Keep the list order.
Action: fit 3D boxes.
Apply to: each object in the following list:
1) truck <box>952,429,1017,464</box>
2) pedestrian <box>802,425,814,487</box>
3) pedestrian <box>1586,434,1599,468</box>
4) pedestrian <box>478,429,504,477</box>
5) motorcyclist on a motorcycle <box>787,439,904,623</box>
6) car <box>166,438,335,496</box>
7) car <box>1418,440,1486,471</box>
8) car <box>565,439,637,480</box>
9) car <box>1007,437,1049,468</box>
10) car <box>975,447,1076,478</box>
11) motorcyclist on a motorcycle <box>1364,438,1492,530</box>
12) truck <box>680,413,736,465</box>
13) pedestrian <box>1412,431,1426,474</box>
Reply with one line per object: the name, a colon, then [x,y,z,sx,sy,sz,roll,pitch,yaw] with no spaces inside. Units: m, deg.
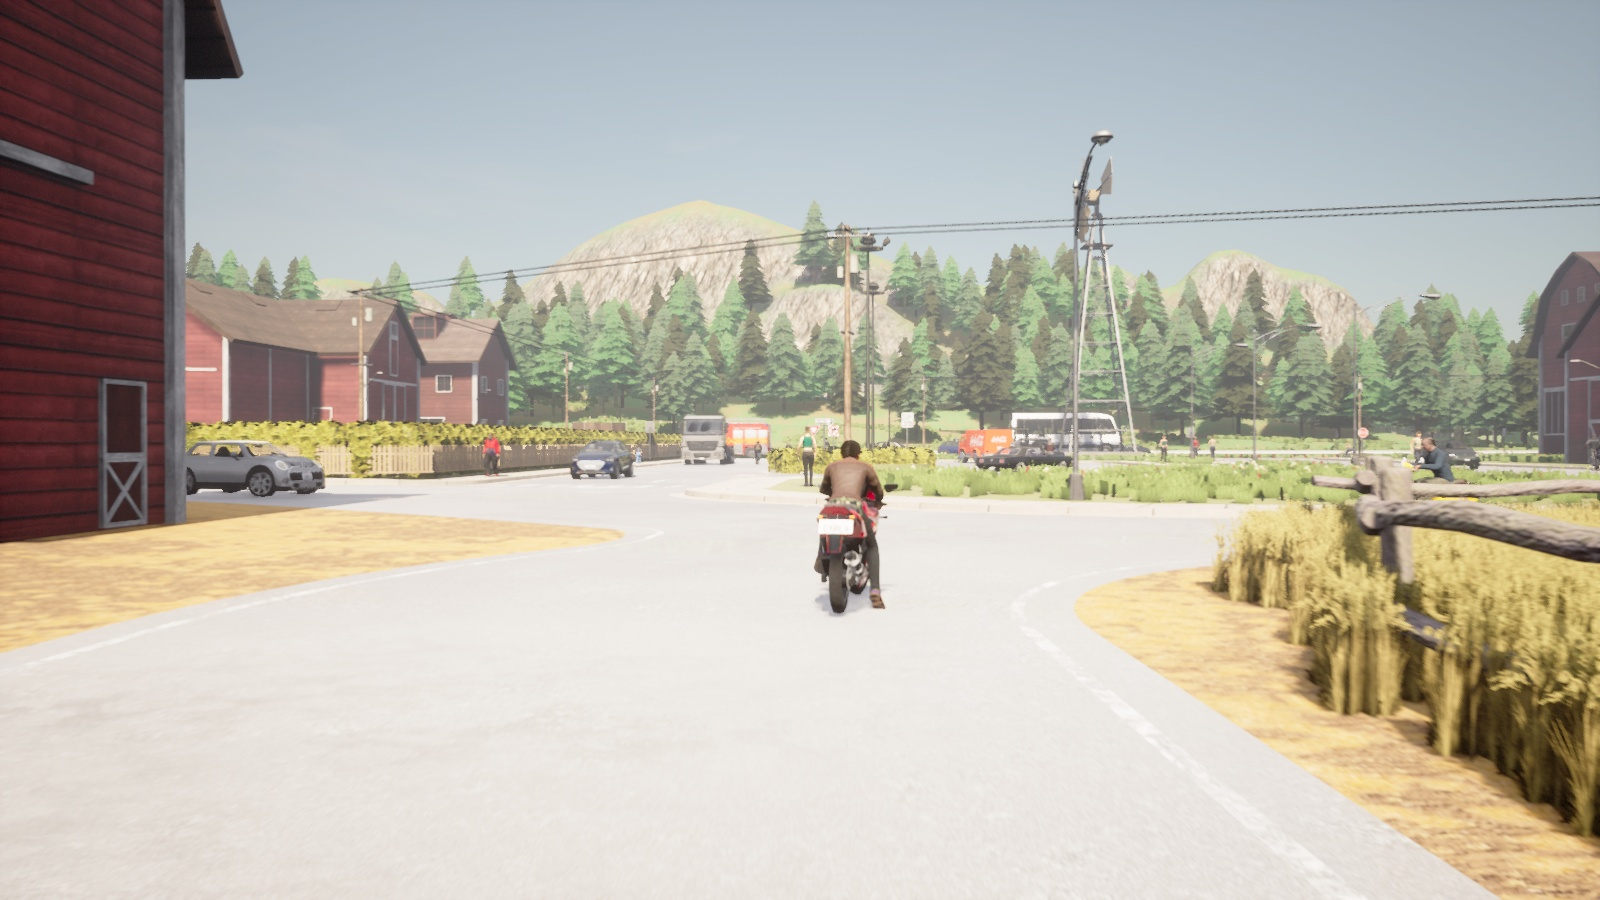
truck: [13.381,-0.245,91.432,2.627,2.467,5.204,0,0,-17]
pedestrian: [0.239,0.171,37.669,0.345,1.836,0.594,0,0,-3]
pedestrian: [43.575,0.049,68.876,0.563,1.883,0.849,0,0,15]
pedestrian: [-12.163,0.114,49.432,0.634,1.844,0.899,0,0,16]
motorcyclist on a motorcycle: [0.458,0.664,11.470,0.797,1.523,2.044,0,0,10]
car: [-14.766,0.415,33.799,3.806,1.475,1.970,0,1,18]
car: [35.968,0.283,69.355,1.851,1.617,3.988,0,0,3]
car: [-8.366,0.370,53.176,2.033,1.649,4.856,0,0,3]
car: [13.872,0.143,76.586,1.932,1.855,4.605,0,0,3]
car: [10.234,0.535,56.770,4.718,1.301,1.895,0,0,-39]
motorcyclist on a motorcycle: [11.029,0.585,22.113,1.817,1.590,0.866,0,0,4]
truck: [-6.304,-0.733,87.501,2.891,3.462,7.936,0,0,3]
pedestrian: [26.852,0.116,54.463,0.345,1.836,0.594,0,0,2]
